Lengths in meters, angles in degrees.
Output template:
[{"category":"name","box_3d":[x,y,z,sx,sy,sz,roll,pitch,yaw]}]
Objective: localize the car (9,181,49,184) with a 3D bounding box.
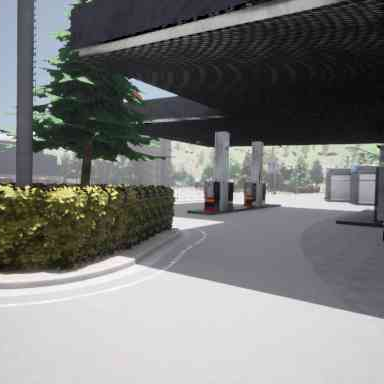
[{"category":"car","box_3d":[-17.351,-0.184,35.189,3.866,1.878,1.905,2,2,35]}]

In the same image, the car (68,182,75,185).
[{"category":"car","box_3d":[-25.645,-1.289,68.024,4.605,1.855,1.932,2,2,35]}]

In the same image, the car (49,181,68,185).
[{"category":"car","box_3d":[-26.976,-1.264,65.408,3.866,1.878,1.905,2,2,35]}]

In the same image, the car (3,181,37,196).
[{"category":"car","box_3d":[-21.902,-0.472,42.394,4.605,1.855,1.932,2,2,35]}]

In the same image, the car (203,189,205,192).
[{"category":"car","box_3d":[4.686,-0.310,65.637,5.027,1.636,2.152,2,2,35]}]
